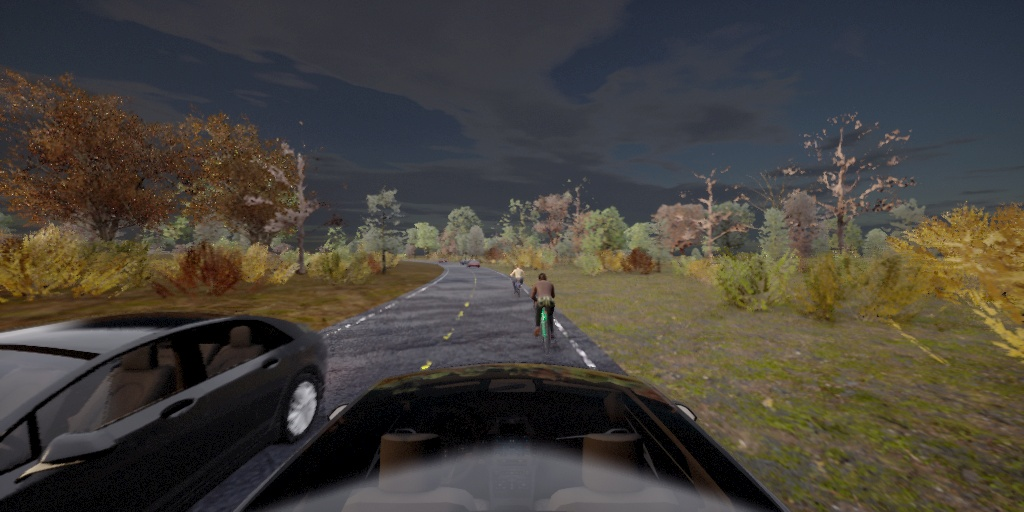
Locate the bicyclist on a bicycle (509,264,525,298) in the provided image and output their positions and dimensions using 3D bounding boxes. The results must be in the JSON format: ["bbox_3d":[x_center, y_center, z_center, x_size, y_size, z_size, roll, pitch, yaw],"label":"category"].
[{"bbox_3d":[0.294,1.186,17.616,0.866,1.612,1.509,0,0,-4],"label":"bicyclist on a bicycle"}]

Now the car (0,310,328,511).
[{"bbox_3d":[-3.152,1.255,2.490,1.837,1.490,4.892,0,0,-1],"label":"car"}]

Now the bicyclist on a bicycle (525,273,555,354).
[{"bbox_3d":[0.691,1.202,7.805,0.582,1.620,1.656,0,0,-1],"label":"bicyclist on a bicycle"}]

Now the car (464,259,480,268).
[{"bbox_3d":[-6.842,1.303,62.920,1.994,1.385,4.181,0,0,-13],"label":"car"}]
